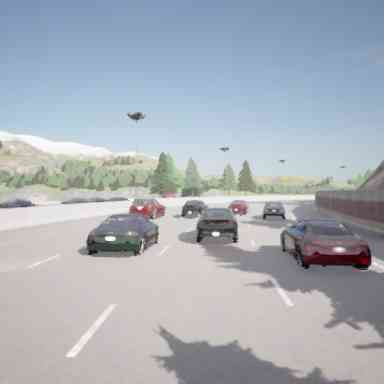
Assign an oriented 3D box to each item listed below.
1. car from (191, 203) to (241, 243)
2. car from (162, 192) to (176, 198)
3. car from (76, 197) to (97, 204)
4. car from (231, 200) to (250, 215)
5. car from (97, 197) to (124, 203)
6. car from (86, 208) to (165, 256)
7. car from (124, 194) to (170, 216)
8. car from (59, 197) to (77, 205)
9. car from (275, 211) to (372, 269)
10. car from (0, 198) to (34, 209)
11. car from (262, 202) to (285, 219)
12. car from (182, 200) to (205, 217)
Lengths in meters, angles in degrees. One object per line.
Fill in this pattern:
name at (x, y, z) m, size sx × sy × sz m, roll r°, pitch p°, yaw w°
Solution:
car at (1.299, 1.496, 16.237) m, size 1.837 × 1.490 × 4.892 m, roll 0°, pitch 0°, yaw 7°
car at (-6.103, 0.954, 80.480) m, size 2.150 × 2.045 × 5.566 m, roll 0°, pitch 0°, yaw 30°
car at (-13.578, 1.454, 46.371) m, size 1.812 × 1.442 × 4.674 m, roll 0°, pitch 0°, yaw 18°
car at (4.779, 1.514, 33.802) m, size 1.812 × 1.442 × 4.674 m, roll 0°, pitch 0°, yaw 15°
car at (-10.323, 1.442, 45.093) m, size 1.837 × 1.490 × 4.892 m, roll 0°, pitch 0°, yaw 18°
car at (-2.555, 1.547, 13.230) m, size 1.994 × 1.385 × 4.181 m, roll 0°, pitch 0°, yaw 6°
car at (-3.697, 1.321, 28.361) m, size 2.097 × 1.767 × 4.553 m, roll 0°, pitch 0°, yaw 12°
car at (-16.741, 1.465, 48.070) m, size 2.033 × 1.411 × 5.357 m, roll 0°, pitch 0°, yaw 18°
car at (4.263, 1.568, 11.206) m, size 1.994 × 1.385 × 4.181 m, roll 0°, pitch 0°, yaw 5°
car at (-22.136, 1.471, 42.084) m, size 1.994 × 1.385 × 4.181 m, roll 0°, pitch 0°, yaw 15°
car at (7.172, 1.546, 29.163) m, size 2.033 × 1.411 × 5.357 m, roll 0°, pitch 0°, yaw 13°
car at (0.381, 1.483, 30.633) m, size 1.837 × 1.490 × 4.892 m, roll 0°, pitch 0°, yaw 13°
